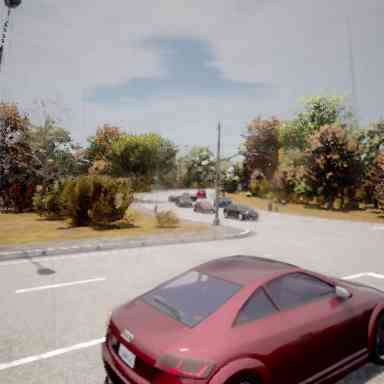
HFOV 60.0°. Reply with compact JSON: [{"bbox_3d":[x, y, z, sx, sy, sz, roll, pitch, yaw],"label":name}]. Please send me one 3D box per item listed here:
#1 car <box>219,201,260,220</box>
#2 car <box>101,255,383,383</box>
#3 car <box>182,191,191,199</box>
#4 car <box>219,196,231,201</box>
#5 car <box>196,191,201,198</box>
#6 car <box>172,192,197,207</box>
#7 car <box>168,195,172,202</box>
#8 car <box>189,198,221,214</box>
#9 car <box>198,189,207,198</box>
[{"bbox_3d":[4.915,1.997,33.475,1.837,1.490,4.892,2,0,-23],"label":"car"},{"bbox_3d":[0.978,1.581,4.438,4.181,1.385,1.994,1,0,-36],"label":"car"},{"bbox_3d":[-1.214,0.653,75.014,1.994,1.385,4.181,2,2,-1],"label":"car"},{"bbox_3d":[5.128,1.502,56.012,2.097,1.767,4.553,2,2,-13],"label":"car"},{"bbox_3d":[-0.047,1.040,65.028,1.882,1.535,5.008,2,2,-8],"label":"car"},{"bbox_3d":[-1.214,1.389,51.707,2.097,1.767,4.553,2,2,-14],"label":"car"},{"bbox_3d":[-3.263,1.185,61.551,1.895,1.301,4.718,2,2,-9],"label":"car"},{"bbox_3d":[1.589,1.879,42.140,1.812,1.442,4.674,2,1,-19],"label":"car"},{"bbox_3d":[2.220,0.346,77.006,2.150,2.045,5.566,2,2,-1],"label":"car"}]
